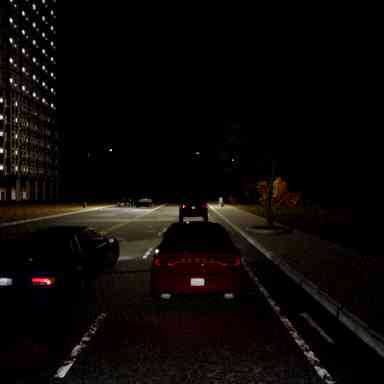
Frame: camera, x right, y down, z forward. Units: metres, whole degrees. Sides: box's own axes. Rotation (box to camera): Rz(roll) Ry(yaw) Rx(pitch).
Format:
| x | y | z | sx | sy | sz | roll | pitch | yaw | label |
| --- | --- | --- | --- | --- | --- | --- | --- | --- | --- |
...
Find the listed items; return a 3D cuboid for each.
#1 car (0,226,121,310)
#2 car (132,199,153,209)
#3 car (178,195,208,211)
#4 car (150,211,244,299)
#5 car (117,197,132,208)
| x | y | z | sx | sy | sz | roll | pitch | yaw | label |
| --- | --- | --- | --- | --- | --- | --- | --- | --- | --- |
| -3.149 | 1.547 | 8.076 | 2.033 | 1.411 | 5.357 | 0 | 0 | 0 | car |
| -6.519 | 1.595 | 45.901 | 1.895 | 1.301 | 4.718 | 0 | 0 | 1 | car |
| 0.104 | 1.219 | 26.545 | 2.150 | 2.045 | 5.566 | 0 | 0 | 0 | car |
| 0.102 | 1.477 | 8.513 | 1.882 | 1.535 | 5.008 | 0 | 0 | 0 | car |
| -9.741 | 1.522 | 49.046 | 1.837 | 1.490 | 4.892 | 0 | 0 | 0 | car |
